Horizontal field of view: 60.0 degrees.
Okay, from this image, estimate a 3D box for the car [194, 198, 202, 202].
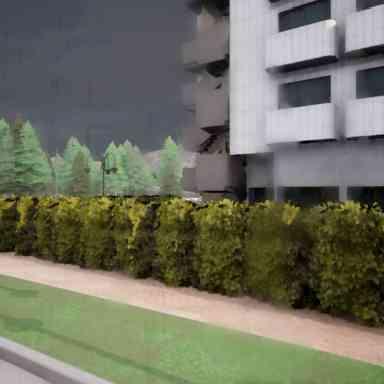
[{"bbox_3d":[1.817,1.547,45.648,2.033,1.411,5.357,0,0,35],"label":"car"}]
